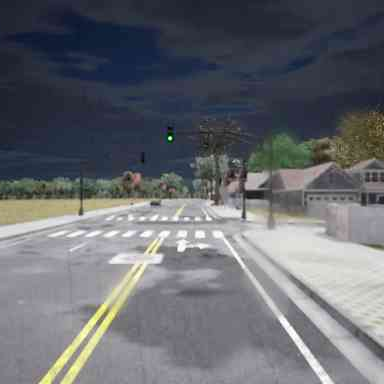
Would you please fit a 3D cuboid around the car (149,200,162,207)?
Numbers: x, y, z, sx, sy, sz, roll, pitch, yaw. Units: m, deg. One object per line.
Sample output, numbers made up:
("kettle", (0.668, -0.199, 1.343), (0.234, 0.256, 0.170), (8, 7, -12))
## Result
("car", (-6.539, 2.012, 60.132), (1.895, 1.301, 4.718), (0, 0, 1))
